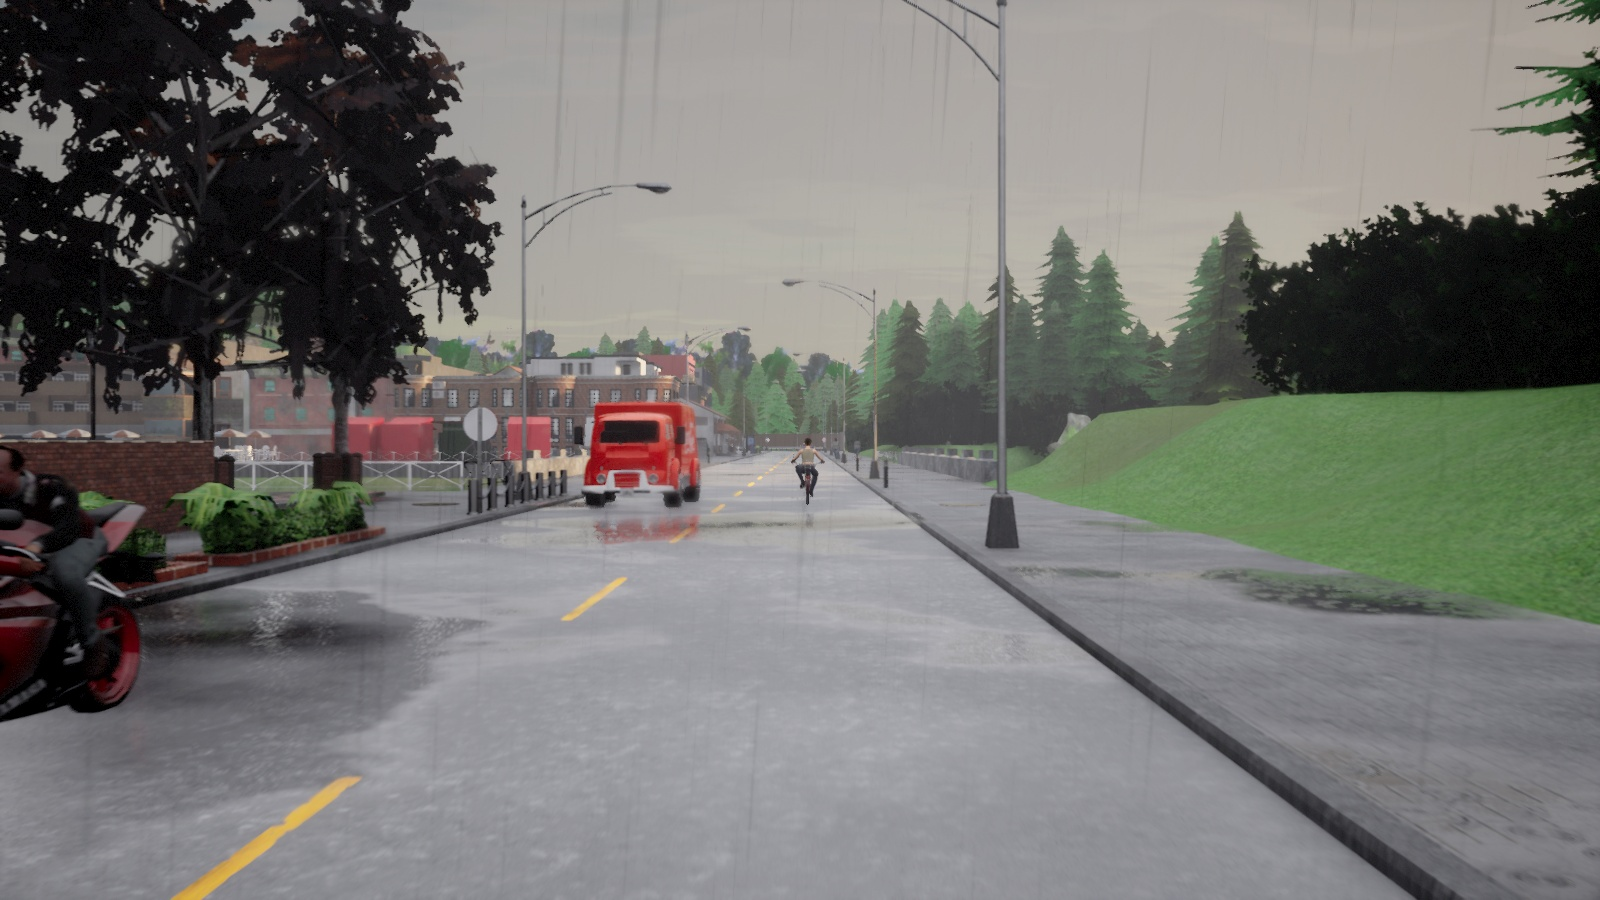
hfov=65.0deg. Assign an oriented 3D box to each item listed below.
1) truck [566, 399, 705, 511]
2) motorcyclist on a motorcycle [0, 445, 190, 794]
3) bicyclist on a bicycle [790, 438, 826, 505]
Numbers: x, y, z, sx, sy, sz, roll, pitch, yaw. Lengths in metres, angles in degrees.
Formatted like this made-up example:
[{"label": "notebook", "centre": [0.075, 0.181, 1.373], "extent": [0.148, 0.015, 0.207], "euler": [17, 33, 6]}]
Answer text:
[{"label": "truck", "centre": [-3.813, 0.083, 30.173], "extent": [2.627, 2.467, 5.204], "euler": [0, 1, 0]}, {"label": "motorcyclist on a motorcycle", "centre": [-3.950, 0.744, 6.132], "extent": [0.866, 1.530, 2.191], "euler": [0, 0, 0]}, {"label": "bicyclist on a bicycle", "centre": [0.191, 0.509, 30.917], "extent": [0.866, 1.612, 1.509], "euler": [0, 0, 0]}]
